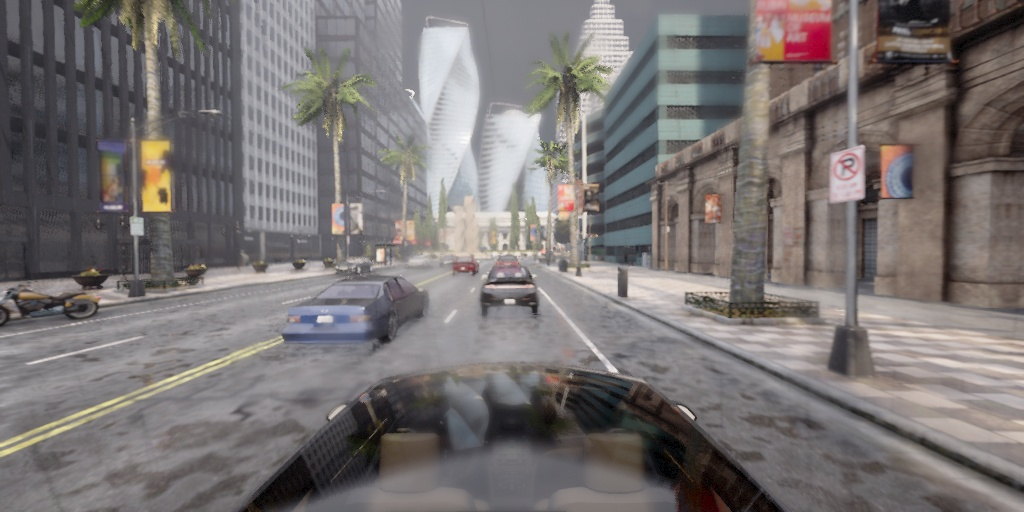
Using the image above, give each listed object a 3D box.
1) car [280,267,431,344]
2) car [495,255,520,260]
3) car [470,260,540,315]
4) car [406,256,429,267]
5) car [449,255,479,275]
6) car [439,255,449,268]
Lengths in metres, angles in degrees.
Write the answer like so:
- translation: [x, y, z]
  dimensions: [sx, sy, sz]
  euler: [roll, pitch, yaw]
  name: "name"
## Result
- translation: [-3.541, 1.196, 9.261]
  dimensions: [2.033, 1.411, 5.357]
  euler: [0, 1, -1]
  name: "car"
- translation: [-0.350, 0.675, 28.936]
  dimensions: [2.097, 1.767, 4.553]
  euler: [0, 1, -1]
  name: "car"
- translation: [-0.083, 1.068, 12.750]
  dimensions: [2.128, 1.511, 4.902]
  euler: [0, 1, -1]
  name: "car"
- translation: [-11.262, 0.676, 43.318]
  dimensions: [1.812, 1.442, 4.674]
  euler: [0, 1, -1]
  name: "car"
- translation: [-3.875, 0.790, 30.705]
  dimensions: [1.882, 1.535, 5.008]
  euler: [0, 1, -1]
  name: "car"
- translation: [-7.776, 0.607, 44.454]
  dimensions: [2.128, 1.511, 4.902]
  euler: [0, 1, -1]
  name: "car"
